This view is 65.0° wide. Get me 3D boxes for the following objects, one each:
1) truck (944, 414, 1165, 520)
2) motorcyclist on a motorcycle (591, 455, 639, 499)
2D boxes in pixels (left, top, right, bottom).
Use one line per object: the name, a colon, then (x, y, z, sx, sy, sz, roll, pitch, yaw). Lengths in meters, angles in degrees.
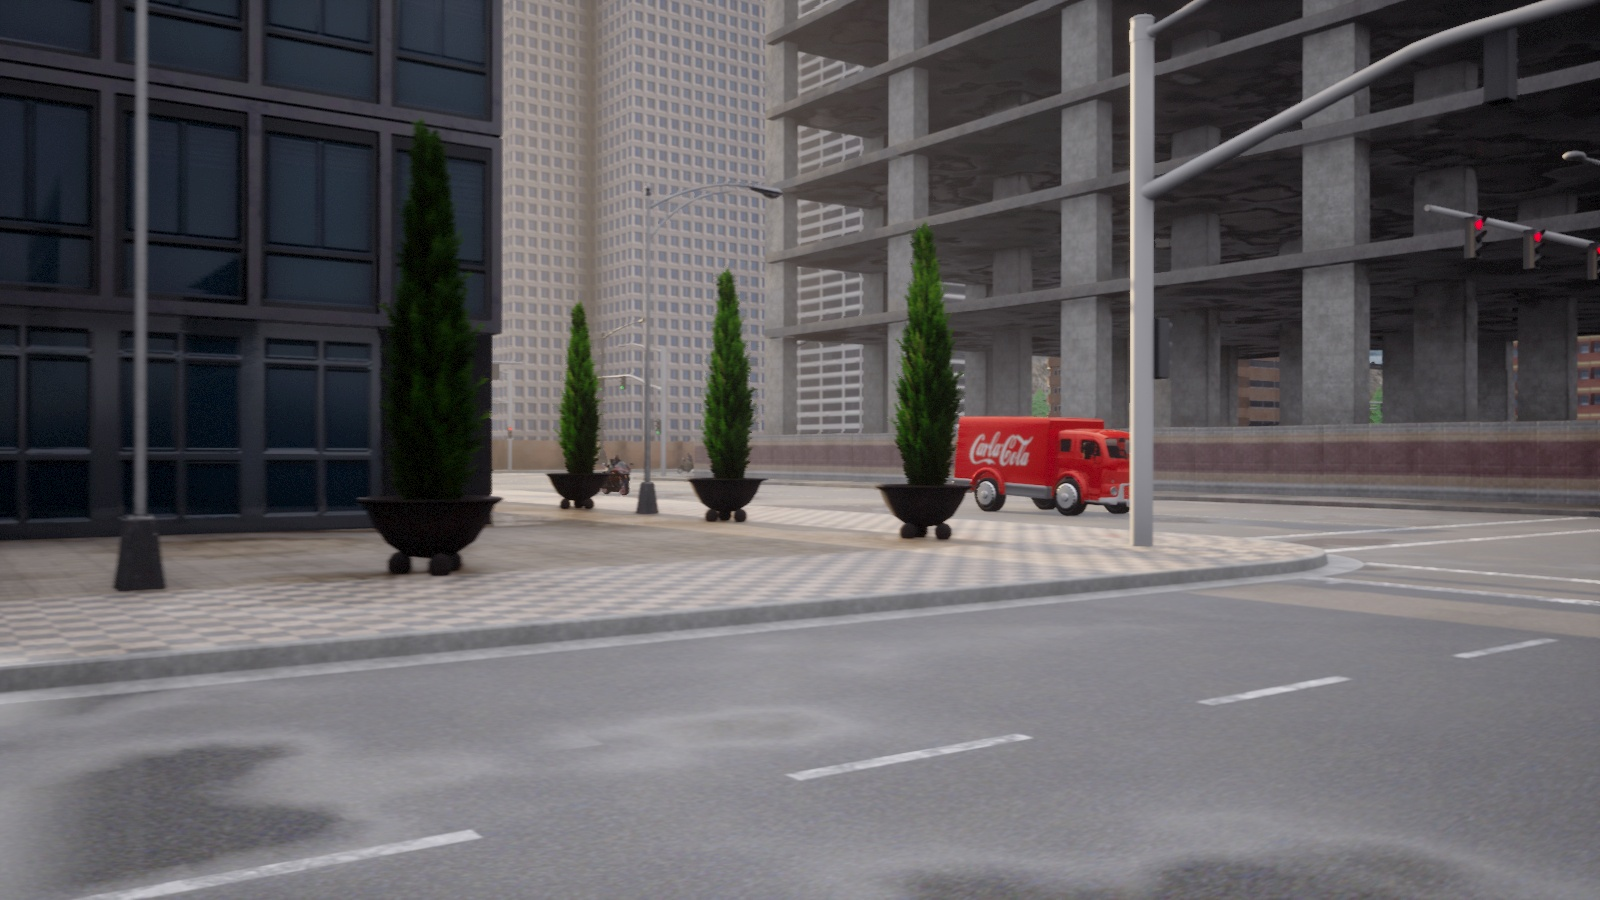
truck: (6.535, 0.349, 32.853, 2.627, 2.467, 5.204, 0, 2, -35)
motorcyclist on a motorcycle: (-6.718, 0.961, 45.542, 0.866, 1.530, 2.191, 0, 0, -33)
